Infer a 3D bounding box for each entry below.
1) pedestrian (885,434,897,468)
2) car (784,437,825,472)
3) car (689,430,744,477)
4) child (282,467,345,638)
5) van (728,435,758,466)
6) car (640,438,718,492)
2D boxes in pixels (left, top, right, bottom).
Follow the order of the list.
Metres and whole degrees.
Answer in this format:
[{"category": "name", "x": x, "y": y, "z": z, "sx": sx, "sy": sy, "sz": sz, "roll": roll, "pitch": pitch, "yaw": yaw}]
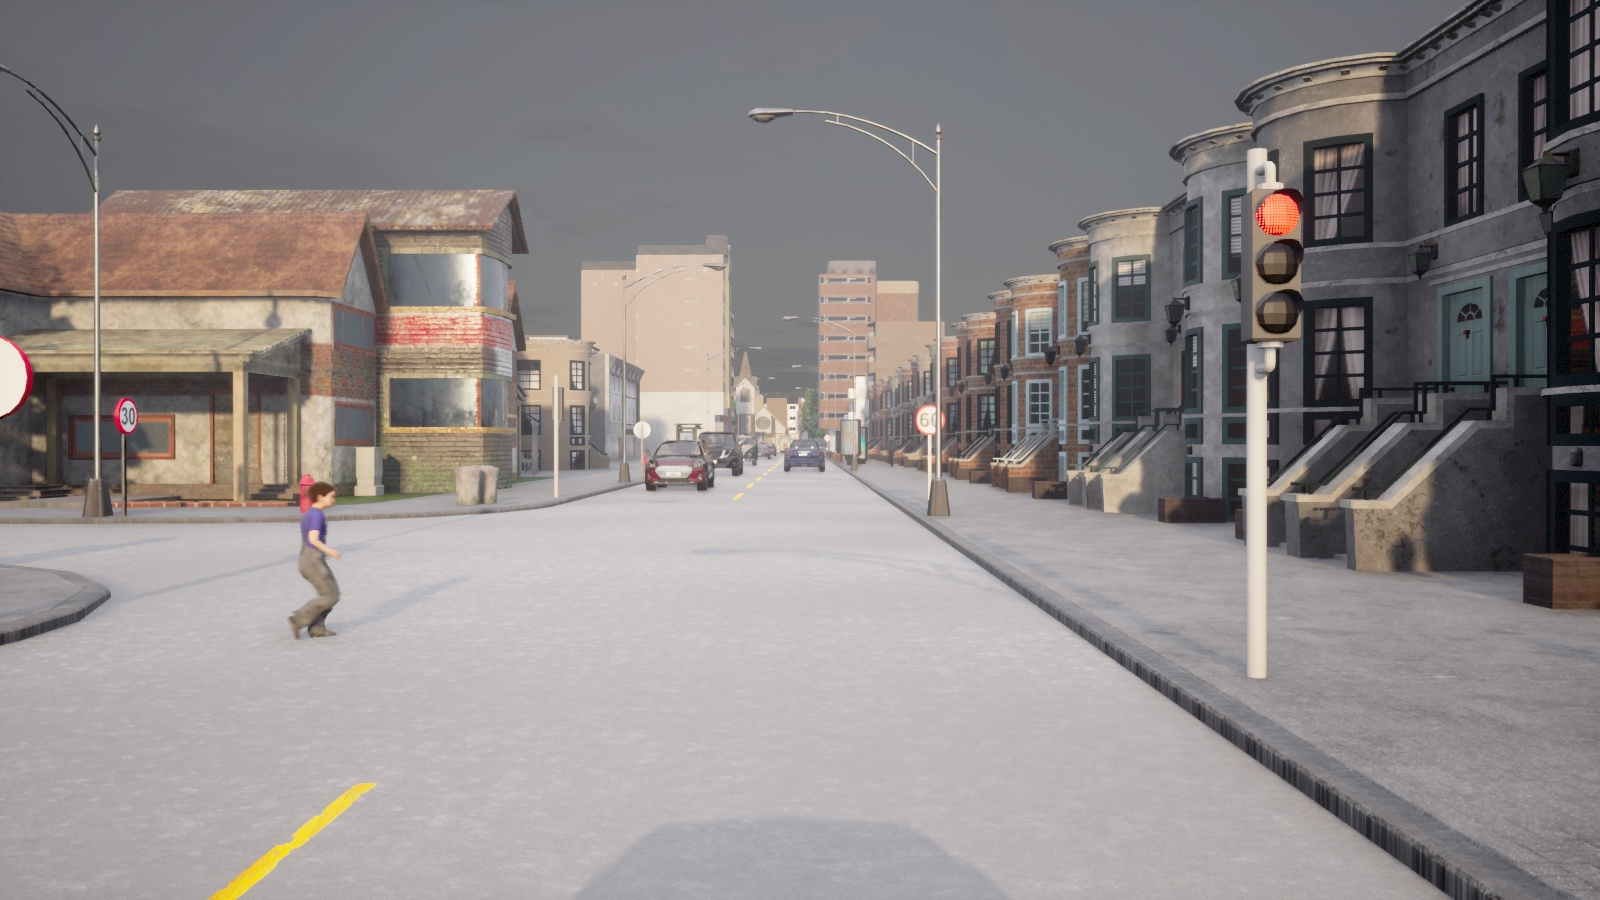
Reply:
[{"category": "pedestrian", "x": 5.250, "y": 0.052, "z": 72.351, "sx": 0.423, "sy": 1.949, "sz": 0.788, "roll": 0, "pitch": 0, "yaw": 25}, {"category": "car", "x": 0.238, "y": 0.230, "z": 66.510, "sx": 2.097, "sy": 1.767, "sz": 4.553, "roll": 0, "pitch": 0, "yaw": 0}, {"category": "car", "x": -3.793, "y": 0.135, "z": 57.977, "sx": 2.150, "sy": 2.045, "sz": 5.566, "roll": 0, "pitch": 0, "yaw": 0}, {"category": "child", "x": -3.699, "y": 0.767, "z": 9.550, "sx": 0.437, "sy": 1.263, "sz": 0.270, "roll": 0, "pitch": 0, "yaw": -24}, {"category": "van", "x": -3.705, "y": 0.033, "z": 82.094, "sx": 1.775, "sy": 1.987, "sz": 4.442, "roll": 0, "pitch": 0, "yaw": 0}, {"category": "car", "x": -3.853, "y": 0.443, "z": 40.826, "sx": 2.033, "sy": 1.649, "sz": 4.856, "roll": 0, "pitch": 0, "yaw": 0}]
